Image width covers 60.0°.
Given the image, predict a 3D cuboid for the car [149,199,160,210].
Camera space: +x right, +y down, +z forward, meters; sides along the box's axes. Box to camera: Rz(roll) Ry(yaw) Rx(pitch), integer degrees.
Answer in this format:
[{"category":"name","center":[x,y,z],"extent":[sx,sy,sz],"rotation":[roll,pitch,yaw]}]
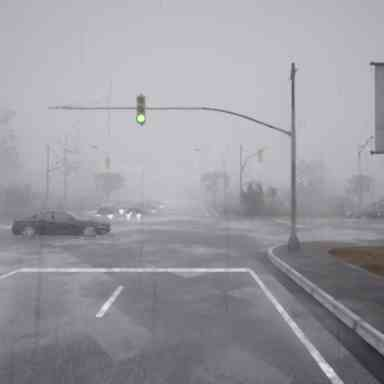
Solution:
[{"category":"car","center":[-7.010,1.954,54.348],"extent":[2.097,1.767,4.553],"rotation":[0,0,0]}]

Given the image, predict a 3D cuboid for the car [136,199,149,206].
[{"category":"car","center":[-10.410,2.177,70.072],"extent":[1.994,1.385,4.181],"rotation":[0,0,0]}]

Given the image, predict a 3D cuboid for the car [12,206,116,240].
[{"category":"car","center":[-6.974,1.718,18.019],"extent":[5.008,1.535,1.882],"rotation":[0,-1,-3]}]

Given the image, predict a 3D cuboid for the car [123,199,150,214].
[{"category":"car","center":[-7.038,2.032,42.712],"extent":[2.033,1.411,5.357],"rotation":[0,-1,0]}]

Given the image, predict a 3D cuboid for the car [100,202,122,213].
[{"category":"car","center":[-10.538,2.003,42.028],"extent":[1.812,1.442,4.674],"rotation":[0,-1,0]}]

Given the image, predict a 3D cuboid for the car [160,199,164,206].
[{"category":"car","center":[-6.910,2.177,69.925],"extent":[1.994,1.385,4.181],"rotation":[0,0,0]}]

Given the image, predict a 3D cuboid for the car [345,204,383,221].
[{"category":"car","center":[16.396,1.829,29.927],"extent":[4.902,1.511,2.128],"rotation":[0,-1,-3]}]
